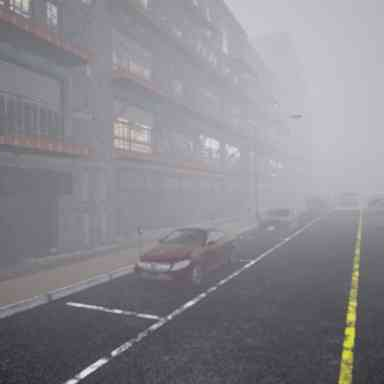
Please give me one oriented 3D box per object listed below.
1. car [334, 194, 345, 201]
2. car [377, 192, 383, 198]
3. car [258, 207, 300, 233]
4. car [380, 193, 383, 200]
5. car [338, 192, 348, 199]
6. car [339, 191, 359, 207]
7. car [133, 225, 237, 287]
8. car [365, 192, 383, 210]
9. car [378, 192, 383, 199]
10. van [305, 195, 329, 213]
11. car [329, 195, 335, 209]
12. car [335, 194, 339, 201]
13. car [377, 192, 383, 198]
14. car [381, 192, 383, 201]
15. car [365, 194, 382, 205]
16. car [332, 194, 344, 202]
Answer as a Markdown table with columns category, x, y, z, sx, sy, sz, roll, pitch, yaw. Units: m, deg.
| category | x | y | z | sx | sy | sz | roll | pitch | yaw |
| --- | --- | --- | --- | --- | --- | --- | --- | --- | --- |
| car | 31.108 | 1.074 | 70.038 | 1.752 | 1.417 | 4.829 | -1 | 0 | 27 |
| car | 43.792 | 0.721 | 76.381 | 2.008 | 1.369 | 4.403 | -1 | 0 | 27 |
| car | 5.235 | 1.566 | 19.764 | 1.947 | 1.339 | 4.313 | -1 | 0 | 27 |
| car | 38.603 | 0.810 | 66.297 | 1.887 | 1.381 | 4.507 | -1 | 0 | 27 |
| car | 36.374 | 0.891 | 80.275 | 1.967 | 1.590 | 4.097 | -1 | 0 | 27 |
| car | 21.095 | 0.903 | 44.758 | 2.150 | 2.045 | 5.566 | -2 | -1 | 27 |
| car | 0.044 | 1.668 | 9.678 | 1.802 | 1.307 | 4.206 | -1 | 0 | 27 |
| car | 20.439 | 1.130 | 36.863 | 2.128 | 1.511 | 4.902 | -2 | 0 | 28 |
| car | 41.197 | 0.769 | 71.339 | 2.008 | 1.369 | 4.403 | -1 | 0 | 27 |
| van | 13.016 | 1.211 | 34.892 | 1.690 | 1.788 | 3.998 | -1 | 0 | 27 |
| car | 15.615 | 1.371 | 39.934 | 1.887 | 1.381 | 4.507 | -1 | 0 | 27 |
| car | 18.211 | 1.331 | 44.977 | 2.008 | 1.369 | 4.403 | -1 | 0 | 27 |
| car | 46.387 | 0.666 | 81.423 | 1.887 | 1.381 | 4.507 | -1 | 0 | 27 |
| car | 36.005 | 0.753 | 61.255 | 1.967 | 1.590 | 4.097 | -1 | 0 | 27 |
| car | 26.166 | 1.102 | 48.031 | 1.994 | 1.385 | 4.181 | -2 | -1 | 27 |
| car | 28.592 | 1.160 | 65.148 | 1.947 | 1.339 | 4.313 | -1 | 0 | 27 |
